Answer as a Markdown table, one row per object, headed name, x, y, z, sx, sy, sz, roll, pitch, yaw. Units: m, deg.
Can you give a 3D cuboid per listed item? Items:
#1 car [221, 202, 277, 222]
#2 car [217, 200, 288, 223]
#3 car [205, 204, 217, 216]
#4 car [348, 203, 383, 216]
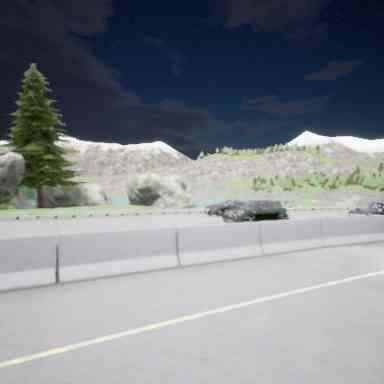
| name | x | y | z | sx | sy | sz | roll | pitch | yaw |
| --- | --- | --- | --- | --- | --- | --- | --- | --- | --- |
| car | 4.629 | 1.554 | 27.030 | 4.181 | 1.385 | 1.994 | 0 | 0 | -28 |
| car | 4.397 | 1.345 | 22.934 | 4.553 | 1.767 | 2.097 | 0 | 0 | -28 |
| car | 3.472 | 1.473 | 30.377 | 4.902 | 1.511 | 2.128 | 0 | 0 | -28 |
| car | 13.166 | 1.518 | 23.543 | 4.902 | 1.511 | 2.128 | 0 | 0 | -26 |
